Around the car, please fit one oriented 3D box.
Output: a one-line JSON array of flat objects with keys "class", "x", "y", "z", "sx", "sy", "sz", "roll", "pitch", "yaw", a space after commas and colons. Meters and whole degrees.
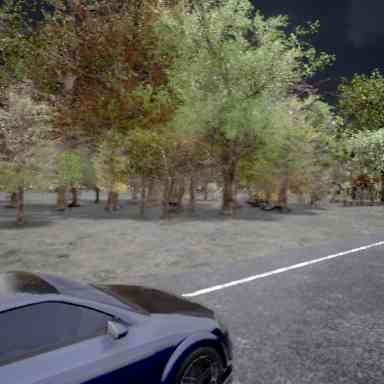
[{"class": "car", "x": -1.505, "y": 1.496, "z": 3.122, "sx": 4.181, "sy": 1.385, "sz": 1.994, "roll": 1, "pitch": 1, "yaw": -43}]
